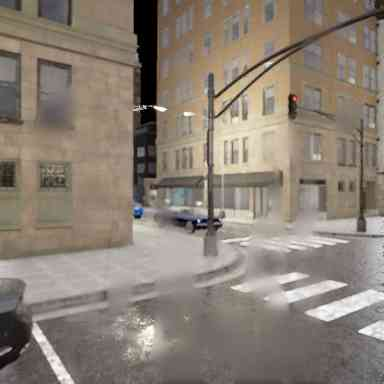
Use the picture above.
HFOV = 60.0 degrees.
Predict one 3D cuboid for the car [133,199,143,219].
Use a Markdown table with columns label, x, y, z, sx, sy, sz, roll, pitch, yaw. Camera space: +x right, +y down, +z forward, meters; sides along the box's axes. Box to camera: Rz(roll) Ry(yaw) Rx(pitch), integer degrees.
| label | x | y | z | sx | sy | sz | roll | pitch | yaw |
| --- | --- | --- | --- | --- | --- | --- | --- | --- | --- |
| car | -6.039 | 1.117 | 27.129 | 2.150 | 2.045 | 5.566 | 0 | 0 | -36 |

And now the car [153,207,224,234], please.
| label | x | y | z | sx | sy | sz | roll | pitch | yaw |
| --- | --- | --- | --- | --- | --- | --- | --- | --- | --- |
| car | -0.304 | 1.549 | 19.142 | 1.895 | 1.301 | 4.718 | 0 | 0 | -36 |

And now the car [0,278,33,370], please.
| label | x | y | z | sx | sy | sz | roll | pitch | yaw |
| --- | --- | --- | --- | --- | --- | --- | --- | --- | --- |
| car | -4.025 | 1.547 | 3.314 | 4.403 | 1.369 | 2.008 | 0 | 0 | -36 |
